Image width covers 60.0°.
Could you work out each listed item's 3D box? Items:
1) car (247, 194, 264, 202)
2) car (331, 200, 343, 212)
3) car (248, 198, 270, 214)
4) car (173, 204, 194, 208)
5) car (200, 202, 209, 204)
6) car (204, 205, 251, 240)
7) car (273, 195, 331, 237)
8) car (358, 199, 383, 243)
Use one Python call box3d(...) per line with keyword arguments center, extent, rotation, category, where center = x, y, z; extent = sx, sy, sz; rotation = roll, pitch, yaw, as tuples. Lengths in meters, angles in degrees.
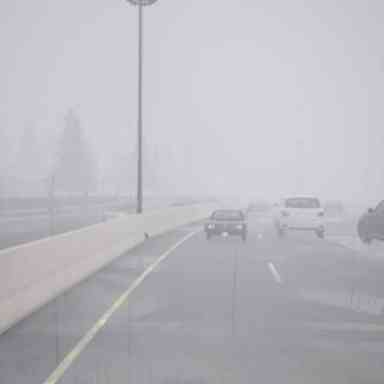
box3d(center=(13.806, 1.289, 72.371), extent=(1.812, 1.442, 4.674), rotation=(0, 0, 38), category="car")
box3d(center=(15.777, 1.524, 37.018), extent=(1.895, 1.301, 4.718), rotation=(0, 0, 25), category="car")
box3d(center=(6.762, 1.425, 33.698), extent=(1.812, 1.442, 4.674), rotation=(0, 0, 21), category="car")
box3d(center=(-0.782, 1.380, 43.315), extent=(2.033, 1.411, 5.357), rotation=(0, 0, 25), category="car")
box3d(center=(2.477, 1.414, 41.914), extent=(1.994, 1.385, 4.181), rotation=(0, 0, 26), category="car")
box3d(center=(1.854, 1.544, 16.721), extent=(1.895, 1.301, 4.718), rotation=(0, 0, 11), category="car")
box3d(center=(5.638, 1.176, 17.888), extent=(2.150, 2.045, 5.566), rotation=(0, 0, 11), category="car")
box3d(center=(8.211, 1.206, 12.562), extent=(2.150, 2.045, 5.566), rotation=(0, 0, 8), category="car")
